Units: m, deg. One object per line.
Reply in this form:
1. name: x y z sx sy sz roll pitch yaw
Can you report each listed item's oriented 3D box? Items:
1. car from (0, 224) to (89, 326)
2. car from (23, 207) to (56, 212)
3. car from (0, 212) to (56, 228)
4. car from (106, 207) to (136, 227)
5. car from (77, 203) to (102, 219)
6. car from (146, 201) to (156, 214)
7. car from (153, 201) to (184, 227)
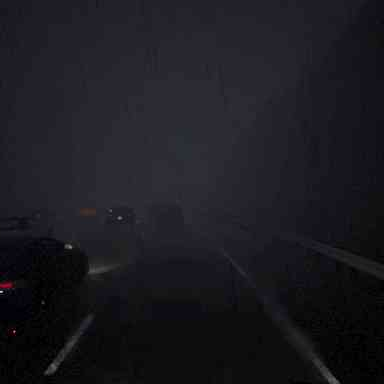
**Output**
1. car: -3.670 1.639 7.177 1.994 1.385 4.181 0 -1 -2
2. car: -12.670 1.883 27.461 1.895 1.301 4.718 0 -1 -9
3. car: -7.599 1.751 14.395 1.895 1.301 4.718 0 -1 -5
4. car: -5.295 1.811 25.150 1.994 1.385 4.181 0 -1 -8
5. car: -10.019 1.803 32.641 1.882 1.535 5.008 0 -1 -10
6. car: -4.586 1.872 41.091 1.882 1.535 5.008 0 -1 -12
7. car: -1.754 1.717 25.153 1.882 1.535 5.008 0 -1 -8
